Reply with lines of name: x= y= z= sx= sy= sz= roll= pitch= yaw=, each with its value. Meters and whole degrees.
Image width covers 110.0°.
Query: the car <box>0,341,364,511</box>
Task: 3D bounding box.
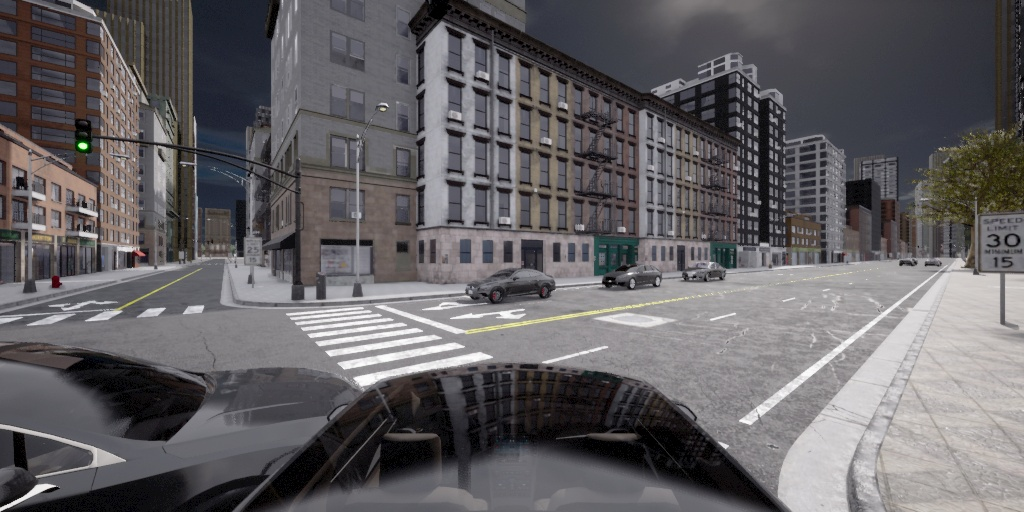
car: x=-3.214 y=1.257 z=1.843 sx=4.892 sy=1.490 sz=1.837 roll=0 pitch=0 yaw=-34

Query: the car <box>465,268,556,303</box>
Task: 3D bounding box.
car: x=0.042 y=1.287 z=16.799 sx=4.674 sy=1.442 sz=1.812 roll=0 pitch=0 yaw=-39

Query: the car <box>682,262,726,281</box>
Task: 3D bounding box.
car: x=15.805 y=1.237 z=29.417 sx=4.902 sy=1.511 sz=2.128 roll=0 pitch=0 yaw=-39

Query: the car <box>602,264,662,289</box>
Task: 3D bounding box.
car: x=7.764 y=1.259 z=22.986 sx=4.892 sy=1.490 sz=1.837 roll=0 pitch=0 yaw=-39
